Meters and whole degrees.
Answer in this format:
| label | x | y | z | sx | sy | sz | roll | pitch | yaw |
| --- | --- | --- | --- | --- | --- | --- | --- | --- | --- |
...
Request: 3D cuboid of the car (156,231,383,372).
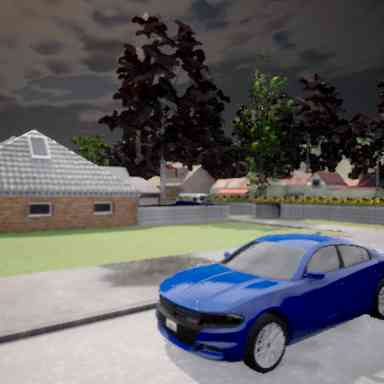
| label | x | y | z | sx | sy | sz | roll | pitch | yaw |
| --- | --- | --- | --- | --- | --- | --- | --- | --- | --- |
| car | 1.756 | 1.508 | 5.870 | 5.008 | 1.535 | 1.882 | 1 | 0 | -36 |
